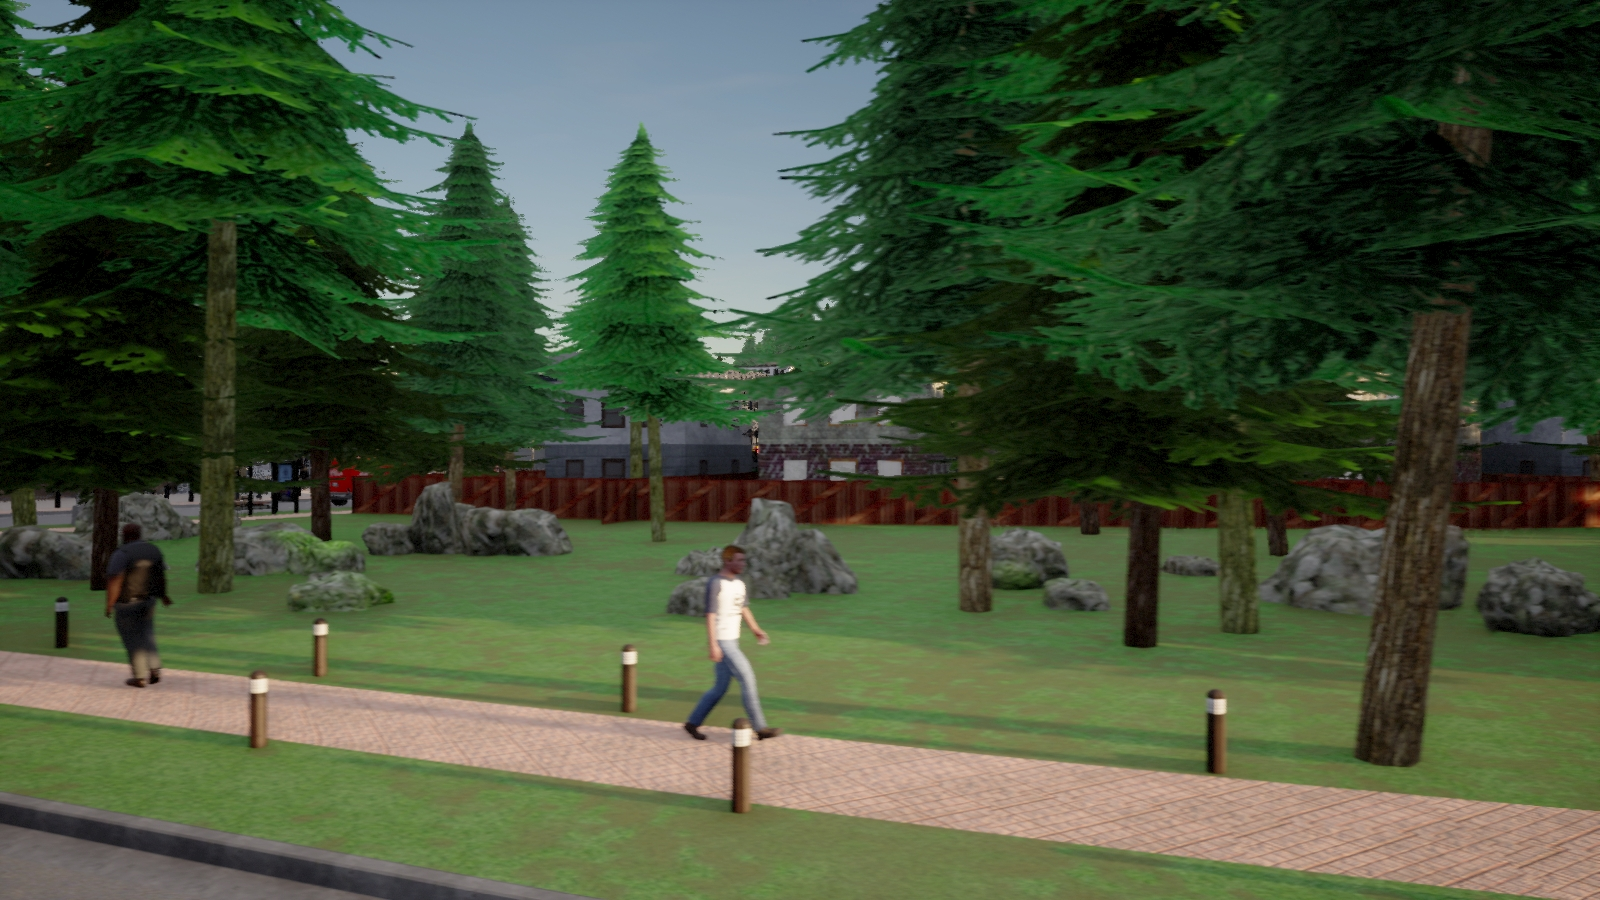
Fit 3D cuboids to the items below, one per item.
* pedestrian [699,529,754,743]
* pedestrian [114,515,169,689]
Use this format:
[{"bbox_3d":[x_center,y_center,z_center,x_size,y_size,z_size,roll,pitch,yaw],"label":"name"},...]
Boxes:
[{"bbox_3d":[-0.661,1.665,10.359,0.375,1.860,0.375,0,0,21],"label":"pedestrian"},{"bbox_3d":[-7.294,1.663,12.661,0.375,1.860,0.375,0,0,24],"label":"pedestrian"}]
